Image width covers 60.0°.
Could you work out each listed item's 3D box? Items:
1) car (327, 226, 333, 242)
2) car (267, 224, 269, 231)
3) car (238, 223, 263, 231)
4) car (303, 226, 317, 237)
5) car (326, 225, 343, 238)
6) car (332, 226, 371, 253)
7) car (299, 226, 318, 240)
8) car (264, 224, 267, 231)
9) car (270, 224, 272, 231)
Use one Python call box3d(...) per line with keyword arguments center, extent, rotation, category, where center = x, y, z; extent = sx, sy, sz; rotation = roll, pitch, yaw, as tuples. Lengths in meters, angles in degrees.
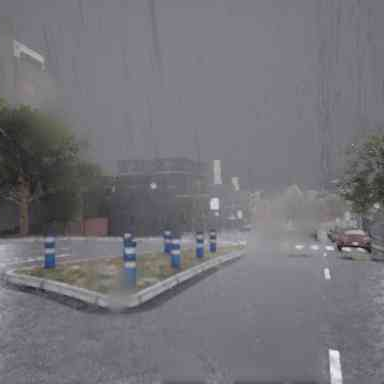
box3d(center=(14.072, 4.107, 31.243), extent=(2.033, 1.411, 5.357), rotation=(0, -6, 22), category="car")
box3d(center=(16.109, 9.185, 84.946), extent=(5.366, 1.575, 1.946), rotation=(1, -5, 1), category="car")
box3d(center=(13.050, 8.296, 76.440), extent=(4.892, 1.521, 2.231), rotation=(1, -5, 1), category="car")
box3d(center=(17.709, 5.938, 49.721), extent=(1.837, 1.490, 4.892), rotation=(0, -6, 21), category="car")
box3d(center=(20.734, 5.763, 48.536), extent=(2.097, 1.767, 4.553), rotation=(0, -6, 21), category="car")
box3d(center=(10.274, 3.028, 21.370), extent=(1.812, 1.442, 4.674), rotation=(0, -6, 21), category="car")
box3d(center=(14.043, 4.932, 40.122), extent=(1.812, 1.442, 4.674), rotation=(0, -6, 22), category="car")
box3d(center=(15.175, 8.921, 82.109), extent=(4.792, 1.488, 2.163), rotation=(1, -5, 1), category="car")
box3d(center=(18.510, 9.666, 90.613), extent=(4.553, 1.767, 2.185), rotation=(1, -5, 1), category="car")
